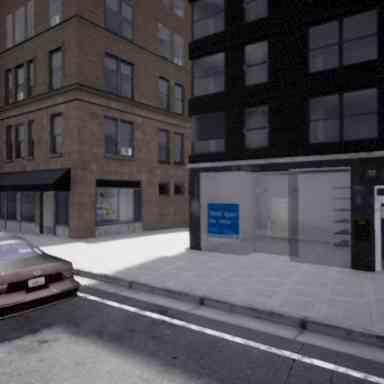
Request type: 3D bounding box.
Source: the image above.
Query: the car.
[{"bbox_3d":[-4.646,1.549,7.004,5.357,1.411,2.033,0,0,35],"label":"car"}]
